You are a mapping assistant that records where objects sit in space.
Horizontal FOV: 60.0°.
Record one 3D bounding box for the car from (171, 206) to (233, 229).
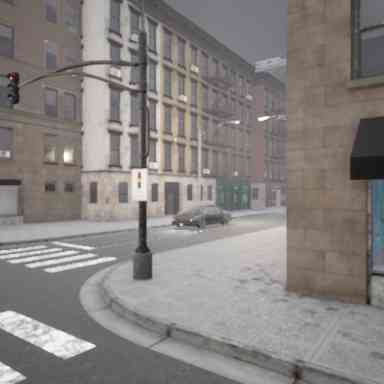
[{"bbox_3d":[0.866,1.650,22.754,2.033,1.411,5.357,0,0,35],"label":"car"}]
